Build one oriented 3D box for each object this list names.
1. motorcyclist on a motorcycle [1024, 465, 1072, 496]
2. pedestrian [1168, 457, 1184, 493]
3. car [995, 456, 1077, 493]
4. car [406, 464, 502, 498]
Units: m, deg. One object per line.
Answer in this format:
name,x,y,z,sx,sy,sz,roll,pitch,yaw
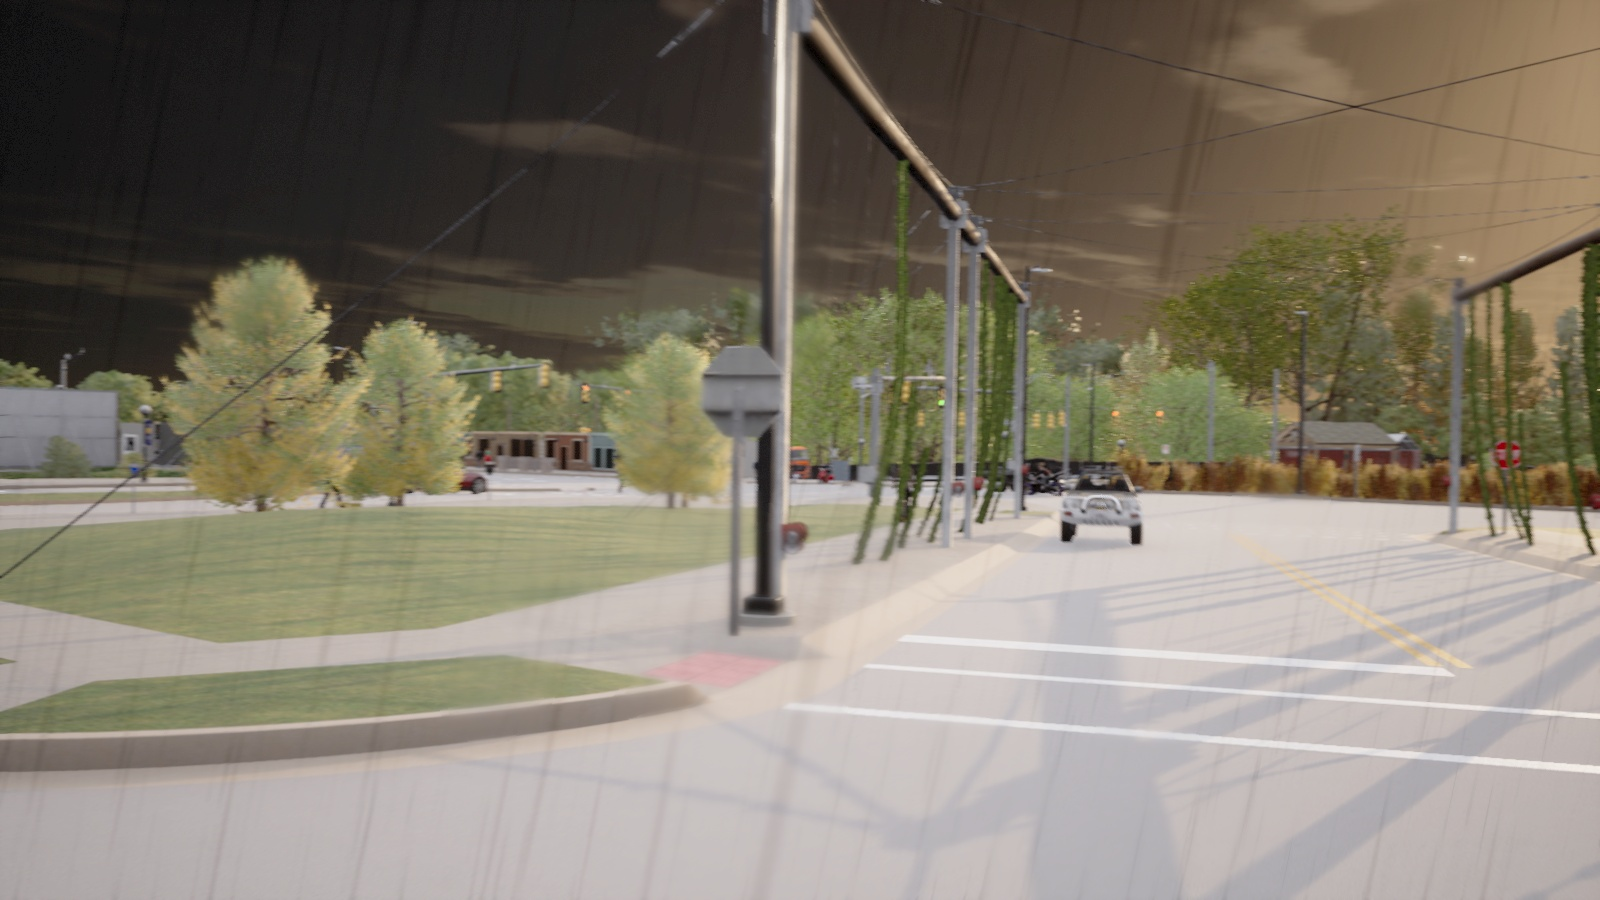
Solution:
motorcyclist on a motorcycle,12.341,1.516,62.579,2.191,1.530,0.866,-1,0,40
pedestrian,20.287,1.337,67.820,0.395,1.930,0.692,0,1,-45
car,12.628,1.296,67.208,3.866,1.878,1.905,-1,-1,42
car,-15.882,1.415,57.766,1.970,1.475,3.806,1,-1,37
